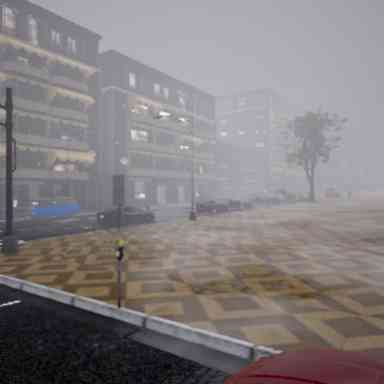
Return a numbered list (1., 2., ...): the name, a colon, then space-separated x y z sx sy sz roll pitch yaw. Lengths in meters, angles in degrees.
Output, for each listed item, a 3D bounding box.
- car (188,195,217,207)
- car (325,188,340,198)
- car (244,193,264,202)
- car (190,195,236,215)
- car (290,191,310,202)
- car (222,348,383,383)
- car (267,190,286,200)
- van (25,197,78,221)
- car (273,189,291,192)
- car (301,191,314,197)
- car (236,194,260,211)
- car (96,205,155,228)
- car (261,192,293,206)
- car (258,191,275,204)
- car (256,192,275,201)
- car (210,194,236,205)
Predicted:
1. car: 1.479 1.207 45.115 1.947 1.339 4.313 1 1 35
2. car: 31.295 0.219 73.957 2.150 2.045 5.566 0 1 35
3. car: 10.997 0.951 58.846 1.947 1.339 4.313 1 1 35
4. car: 2.018 1.328 31.185 1.887 1.381 4.507 1 1 35
5. car: 17.981 0.877 54.209 1.752 1.417 4.829 1 1 35
6. car: 2.062 1.533 1.392 4.507 1.381 1.887 -1 0 36
7. car: 17.344 0.530 67.994 2.192 1.841 5.009 1 1 35
8. van: -11.213 1.328 26.805 1.690 1.788 3.998 1 1 35
9. car: 15.483 0.590 55.351 2.150 2.045 5.566 0 1 35
10. car: 30.034 0.422 86.305 1.887 1.381 4.507 1 1 35
11. car: 5.192 1.247 35.762 2.008 1.369 4.403 1 1 35
12. car: -4.327 1.522 22.033 1.947 1.339 4.313 1 1 35
13. car: 11.537 1.076 44.916 2.008 1.369 4.403 1 1 35
14. car: 9.624 1.019 46.795 2.128 1.511 4.902 0 1 34
15. car: 14.073 0.828 63.281 1.752 1.417 4.829 1 1 35
16. car: 4.651 1.106 49.692 2.008 1.369 4.403 1 1 35
